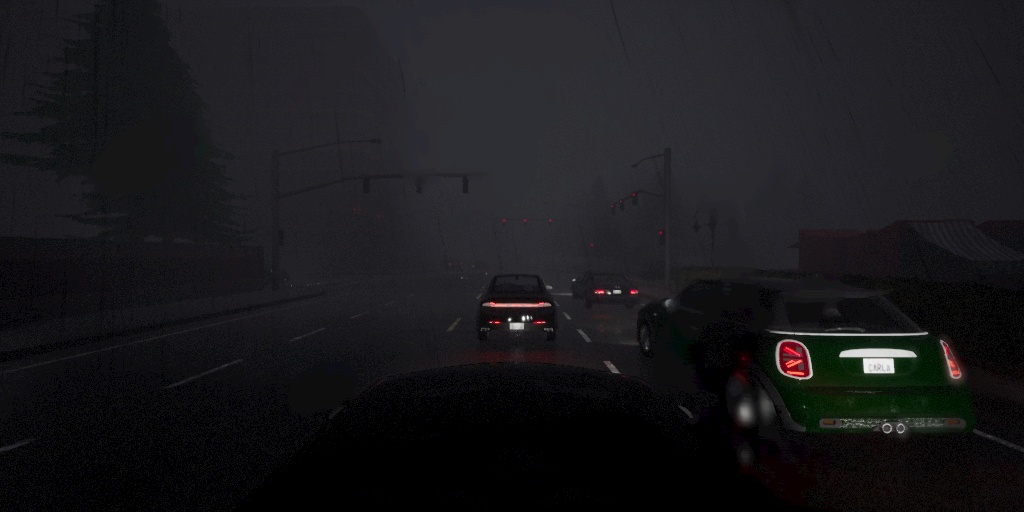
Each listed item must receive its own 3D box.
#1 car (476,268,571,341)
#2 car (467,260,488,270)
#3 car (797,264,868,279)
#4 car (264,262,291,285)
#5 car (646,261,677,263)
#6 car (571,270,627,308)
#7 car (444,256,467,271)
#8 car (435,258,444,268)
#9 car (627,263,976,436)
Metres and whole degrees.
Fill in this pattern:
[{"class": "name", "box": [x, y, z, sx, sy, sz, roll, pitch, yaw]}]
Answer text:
[{"class": "car", "box": [0.134, 1.242, 9.854, 2.128, 1.511, 4.902, 0, 0, 1]}, {"class": "car", "box": [-4.714, 1.314, 51.516, 1.994, 1.385, 4.181, 0, 0, -18]}, {"class": "car", "box": [29.077, 1.406, 32.647, 4.718, 1.301, 1.895, 0, 0, 1]}, {"class": "car", "box": [-18.796, 1.157, 26.197, 4.553, 1.767, 2.097, 0, 0, 1]}, {"class": "car", "box": [12.829, 1.158, 29.202, 4.553, 1.767, 2.097, 0, 0, 1]}, {"class": "car", "box": [3.706, 1.297, 15.030, 2.033, 1.411, 5.357, 0, 0, 1]}, {"class": "car", "box": [-7.625, 1.102, 47.886, 2.097, 1.767, 4.553, 0, 0, -12]}, {"class": "car", "box": [-10.193, 1.351, 56.502, 1.895, 1.301, 4.718, 0, 0, -26]}, {"class": "car", "box": [3.630, 1.102, 5.658, 2.097, 1.767, 4.553, 0, 0, 0]}]
